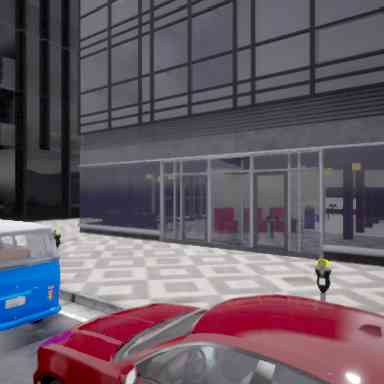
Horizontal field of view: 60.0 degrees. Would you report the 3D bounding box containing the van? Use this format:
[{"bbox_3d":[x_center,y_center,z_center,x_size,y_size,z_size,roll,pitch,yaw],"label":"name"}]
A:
[{"bbox_3d":[-4.026,1.341,5.837,3.998,1.788,1.690,0,0,36],"label":"van"}]

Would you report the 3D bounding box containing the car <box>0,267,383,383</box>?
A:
[{"bbox_3d":[0.548,1.544,2.574,4.507,1.381,1.887,0,0,36],"label":"car"}]
